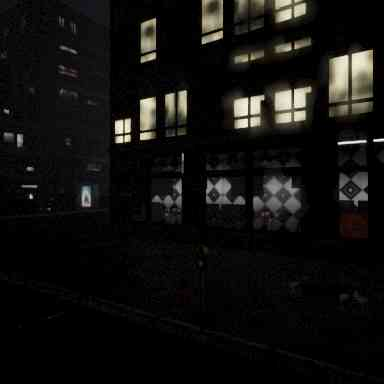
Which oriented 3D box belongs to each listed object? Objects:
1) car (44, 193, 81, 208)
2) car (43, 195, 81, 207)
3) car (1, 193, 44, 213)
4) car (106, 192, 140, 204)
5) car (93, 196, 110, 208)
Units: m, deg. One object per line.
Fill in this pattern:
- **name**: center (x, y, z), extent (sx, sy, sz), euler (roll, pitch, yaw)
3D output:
- **car**: center (-15.654, 0.883, 39.974), extent (2.097, 1.767, 4.553), euler (0, 1, 35)
- **car**: center (-16.722, 1.074, 42.944), extent (1.802, 1.307, 4.206), euler (1, 2, 35)
- **car**: center (-16.164, 1.029, 29.096), extent (2.192, 1.841, 5.009), euler (1, 2, 35)
- **car**: center (-9.913, 0.847, 48.185), extent (1.837, 1.490, 4.892), euler (0, 1, 35)
- **car**: center (-9.815, 1.072, 38.199), extent (1.947, 1.339, 4.313), euler (1, 2, 35)
